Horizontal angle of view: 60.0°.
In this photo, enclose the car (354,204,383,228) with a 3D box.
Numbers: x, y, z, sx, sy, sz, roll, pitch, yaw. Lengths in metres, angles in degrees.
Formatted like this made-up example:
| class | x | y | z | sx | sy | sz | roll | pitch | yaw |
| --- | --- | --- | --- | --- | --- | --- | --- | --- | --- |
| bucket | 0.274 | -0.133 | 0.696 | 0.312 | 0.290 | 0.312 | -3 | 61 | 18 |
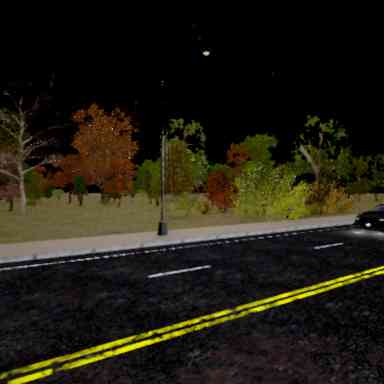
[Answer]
| class | x | y | z | sx | sy | sz | roll | pitch | yaw |
| --- | --- | --- | --- | --- | --- | --- | --- | --- | --- |
| car | 12.120 | 1.453 | 20.357 | 5.357 | 1.411 | 2.033 | 0 | 0 | -36 |
